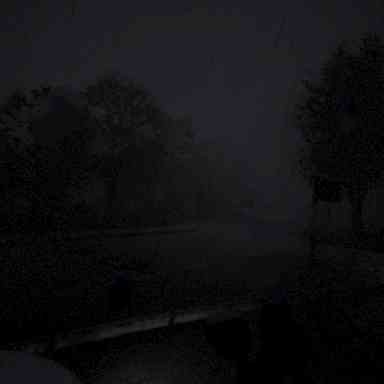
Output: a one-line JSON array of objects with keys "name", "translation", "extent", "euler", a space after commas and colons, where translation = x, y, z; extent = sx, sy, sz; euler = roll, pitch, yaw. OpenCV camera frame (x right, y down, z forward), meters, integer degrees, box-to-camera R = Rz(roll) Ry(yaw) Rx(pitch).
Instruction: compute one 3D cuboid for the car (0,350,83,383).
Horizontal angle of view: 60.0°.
[{"name": "car", "translation": [-2.745, 1.501, 1.272], "extent": [4.674, 1.442, 1.812], "euler": [1, 0, -37]}]
